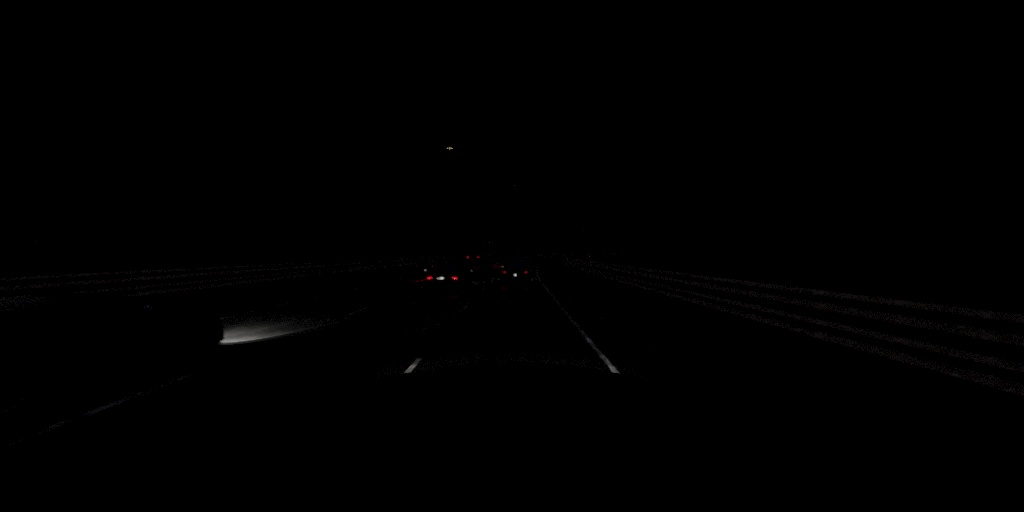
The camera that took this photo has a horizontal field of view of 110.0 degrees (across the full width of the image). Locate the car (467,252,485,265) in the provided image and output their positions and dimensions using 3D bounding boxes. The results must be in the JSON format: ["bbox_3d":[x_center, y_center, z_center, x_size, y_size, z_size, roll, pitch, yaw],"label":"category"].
[{"bbox_3d":[-5.557,0.336,55.000,2.150,2.045,5.566,0,1,3],"label":"car"}]

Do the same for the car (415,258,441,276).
[{"bbox_3d":[-6.537,0.910,29.855,1.882,1.535,5.008,0,1,2],"label":"car"}]

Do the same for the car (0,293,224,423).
[{"bbox_3d":[-6.904,1.259,5.593,1.994,1.385,4.181,0,1,0],"label":"car"}]

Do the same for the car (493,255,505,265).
[{"bbox_3d":[-1.926,0.601,56.975,1.837,1.490,4.892,0,1,3],"label":"car"}]

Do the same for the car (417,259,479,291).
[{"bbox_3d":[-3.317,1.098,19.792,2.033,1.411,5.357,0,1,1],"label":"car"}]

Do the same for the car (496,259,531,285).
[{"bbox_3d":[0.241,1.085,23.614,1.994,1.385,4.181,0,1,1],"label":"car"}]

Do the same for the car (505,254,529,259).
[{"bbox_3d":[0.599,0.850,36.360,1.882,1.535,5.008,0,1,2],"label":"car"}]
